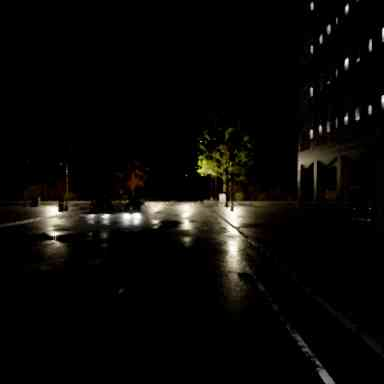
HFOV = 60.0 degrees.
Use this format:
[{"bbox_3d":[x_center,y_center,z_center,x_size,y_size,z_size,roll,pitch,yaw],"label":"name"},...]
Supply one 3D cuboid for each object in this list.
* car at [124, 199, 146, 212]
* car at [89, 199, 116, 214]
[{"bbox_3d":[-6.522,1.524,38.324,2.128,1.511,4.902,0,0,1],"label":"car"},{"bbox_3d":[-9.785,1.556,36.650,1.812,1.442,4.674,0,0,0],"label":"car"}]
